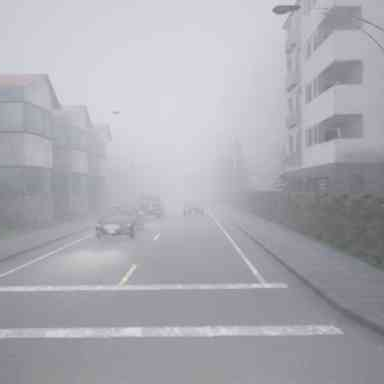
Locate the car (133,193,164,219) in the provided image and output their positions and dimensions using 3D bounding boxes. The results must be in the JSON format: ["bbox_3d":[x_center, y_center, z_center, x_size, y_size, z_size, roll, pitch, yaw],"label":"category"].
[{"bbox_3d":[-3.564,1.119,27.858,2.150,2.045,5.566,-1,0,0],"label":"car"}]

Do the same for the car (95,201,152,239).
[{"bbox_3d":[-3.591,1.468,17.284,2.128,1.511,4.902,-1,0,0],"label":"car"}]

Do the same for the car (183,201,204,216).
[{"bbox_3d":[0.106,1.434,30.553,1.895,1.301,4.718,-1,0,-1],"label":"car"}]
